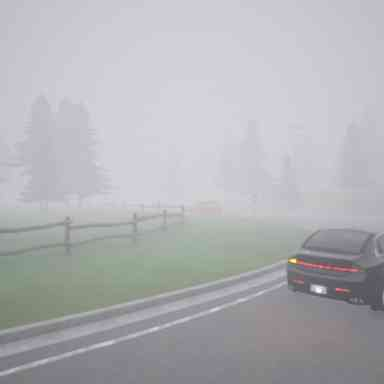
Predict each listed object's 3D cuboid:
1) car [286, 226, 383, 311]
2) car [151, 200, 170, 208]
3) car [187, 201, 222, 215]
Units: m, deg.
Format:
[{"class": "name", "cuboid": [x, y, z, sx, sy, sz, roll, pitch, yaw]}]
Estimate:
[{"class": "car", "cuboid": [4.018, 1.590, 8.093, 1.837, 1.490, 4.892, 0, 0, 42]}, {"class": "car", "cuboid": [-6.239, 2.243, 65.568, 1.882, 1.535, 5.008, 0, -1, -40]}, {"class": "car", "cuboid": [1.420, 1.804, 39.916, 2.097, 1.767, 4.553, 0, -1, -40]}]
